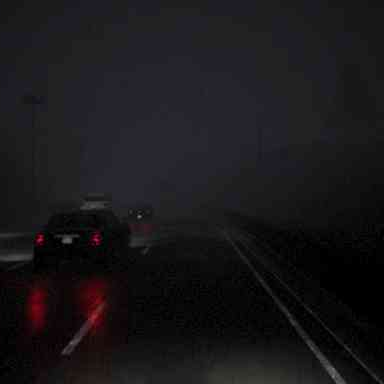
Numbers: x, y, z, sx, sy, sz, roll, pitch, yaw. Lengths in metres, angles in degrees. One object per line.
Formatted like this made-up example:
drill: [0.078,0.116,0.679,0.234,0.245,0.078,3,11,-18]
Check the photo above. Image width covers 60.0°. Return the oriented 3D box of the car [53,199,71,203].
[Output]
car: [-11.516,1.416,30.238,1.882,1.535,5.008,0,0,-7]

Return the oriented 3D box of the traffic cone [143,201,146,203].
traffic cone: [-7.149,1.848,53.057,0.340,0.580,0.340,0,0,-16]

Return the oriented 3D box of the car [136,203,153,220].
car: [-4.133,1.546,27.148,1.895,1.301,4.718,0,0,-5]

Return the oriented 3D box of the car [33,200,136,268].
car: [-3.436,1.333,11.288,2.097,1.767,4.553,0,1,0]

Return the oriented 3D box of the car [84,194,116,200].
car: [-7.702,1.164,27.859,2.150,2.045,5.566,0,0,-6]

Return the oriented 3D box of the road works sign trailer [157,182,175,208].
road works sign trailer: [-3.806,0.369,46.727,2.380,3.560,2.880,0,0,-16]
